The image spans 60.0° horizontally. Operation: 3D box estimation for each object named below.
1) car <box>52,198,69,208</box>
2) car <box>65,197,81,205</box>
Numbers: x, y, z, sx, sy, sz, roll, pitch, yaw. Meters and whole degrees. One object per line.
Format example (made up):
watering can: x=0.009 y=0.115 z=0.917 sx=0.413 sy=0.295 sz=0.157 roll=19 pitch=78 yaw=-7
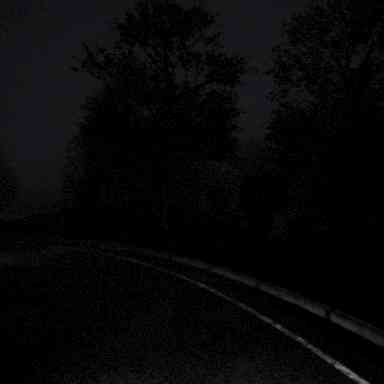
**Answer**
car: x=-21.850 y=1.871 z=55.251 sx=1.837 sy=1.490 sz=4.892 roll=-1 pitch=0 yaw=-8
car: x=-23.370 y=1.745 z=65.514 sx=2.128 sy=1.511 sz=4.902 roll=-1 pitch=0 yaw=-8
